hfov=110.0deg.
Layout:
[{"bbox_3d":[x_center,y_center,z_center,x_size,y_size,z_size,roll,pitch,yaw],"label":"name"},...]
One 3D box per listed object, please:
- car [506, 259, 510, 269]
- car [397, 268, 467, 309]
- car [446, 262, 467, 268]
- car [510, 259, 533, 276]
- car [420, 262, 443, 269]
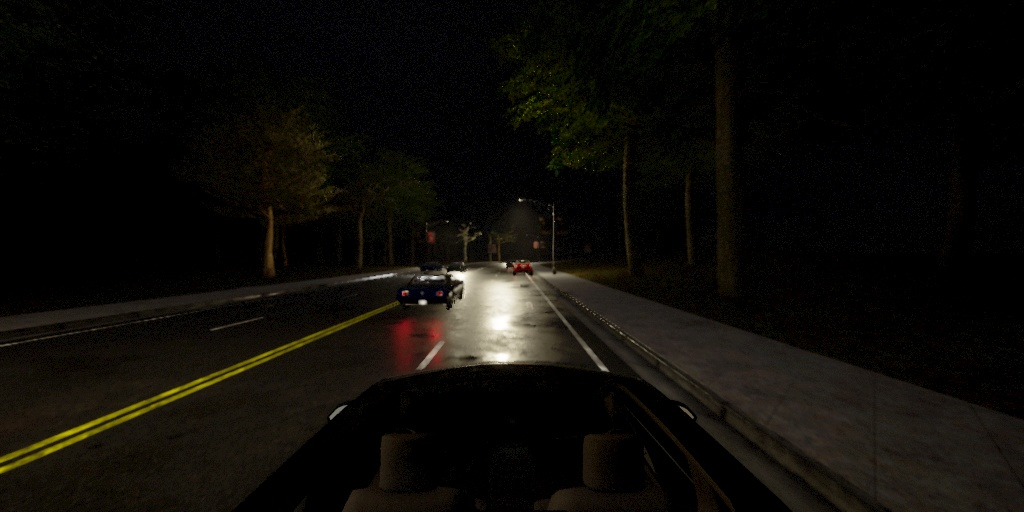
[{"bbox_3d":[0.004,1.303,57.048,2.128,1.511,4.902,0,0,0],"label":"car"},{"bbox_3d":[-3.150,1.358,14.903,1.895,1.301,4.718,0,0,0],"label":"car"},{"bbox_3d":[-6.582,1.387,42.872,1.895,1.301,4.718,0,0,0],"label":"car"},{"bbox_3d":[1.138,1.131,38.316,2.097,1.767,4.553,0,0,0],"label":"car"},{"bbox_3d":[-9.835,1.389,43.736,1.895,1.301,4.718,0,0,0],"label":"car"}]
